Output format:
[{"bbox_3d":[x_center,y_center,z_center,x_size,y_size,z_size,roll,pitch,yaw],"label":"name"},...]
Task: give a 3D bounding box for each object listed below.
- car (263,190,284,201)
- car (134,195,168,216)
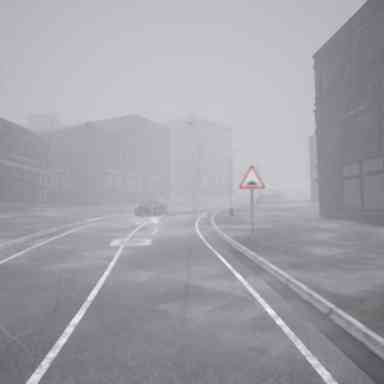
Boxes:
[{"bbox_3d":[16.452,0.670,67.335,5.566,2.045,2.150,-1,-3,-41],"label":"car"},{"bbox_3d":[-3.802,1.224,31.452,2.097,1.767,4.553,0,1,12],"label":"car"}]
